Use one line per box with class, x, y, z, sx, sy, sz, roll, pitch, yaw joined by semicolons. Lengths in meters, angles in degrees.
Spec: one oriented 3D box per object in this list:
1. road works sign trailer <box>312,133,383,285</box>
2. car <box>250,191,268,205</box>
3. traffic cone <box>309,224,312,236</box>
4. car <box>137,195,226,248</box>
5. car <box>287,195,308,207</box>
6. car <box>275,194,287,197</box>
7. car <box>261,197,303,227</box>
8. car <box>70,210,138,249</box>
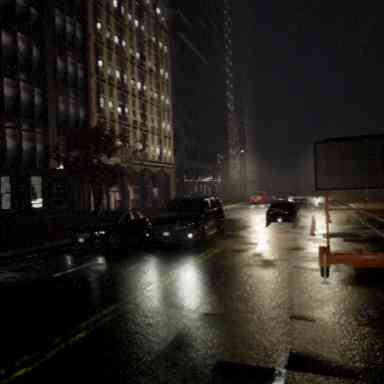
road works sign trailer;4.512;0.325;8.714;2.380;3.560;2.880;-2;0;21
car;10.737;0.889;53.362;2.150;2.045;5.566;-2;0;21
traffic cone;5.690;1.781;15.735;0.340;0.580;0.340;-2;0;21
car;-0.041;1.221;15.355;2.150;2.045;5.566;-2;0;21
car;13.350;1.138;41.311;2.033;1.411;5.357;-2;0;21
car;14.853;1.036;55.030;2.128;1.511;4.902;-2;0;21
car;5.840;1.325;21.228;1.837;1.490;4.892;-2;0;21
car;-3.504;1.598;15.346;2.128;1.511;4.902;-2;0;21
